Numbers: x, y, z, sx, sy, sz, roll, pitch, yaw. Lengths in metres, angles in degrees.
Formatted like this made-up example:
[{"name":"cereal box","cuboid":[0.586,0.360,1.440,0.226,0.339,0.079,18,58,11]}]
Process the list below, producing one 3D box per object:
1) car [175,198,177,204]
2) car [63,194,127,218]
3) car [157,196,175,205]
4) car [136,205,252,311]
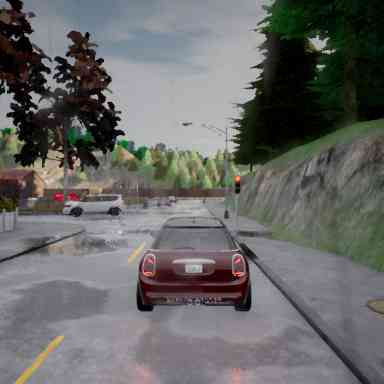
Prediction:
[{"name":"car","cuboid":[-4.018,1.525,65.964,1.812,1.442,4.674,0,0,1]},{"name":"car","cuboid":[-8.843,1.220,30.544,5.566,2.045,2.150,0,2,-24]},{"name":"car","cuboid":[-4.091,1.490,49.371,2.128,1.511,4.902,0,0,0]},{"name":"car","cuboid":[0.055,1.352,7.910,2.097,1.767,4.553,0,0,1]}]
